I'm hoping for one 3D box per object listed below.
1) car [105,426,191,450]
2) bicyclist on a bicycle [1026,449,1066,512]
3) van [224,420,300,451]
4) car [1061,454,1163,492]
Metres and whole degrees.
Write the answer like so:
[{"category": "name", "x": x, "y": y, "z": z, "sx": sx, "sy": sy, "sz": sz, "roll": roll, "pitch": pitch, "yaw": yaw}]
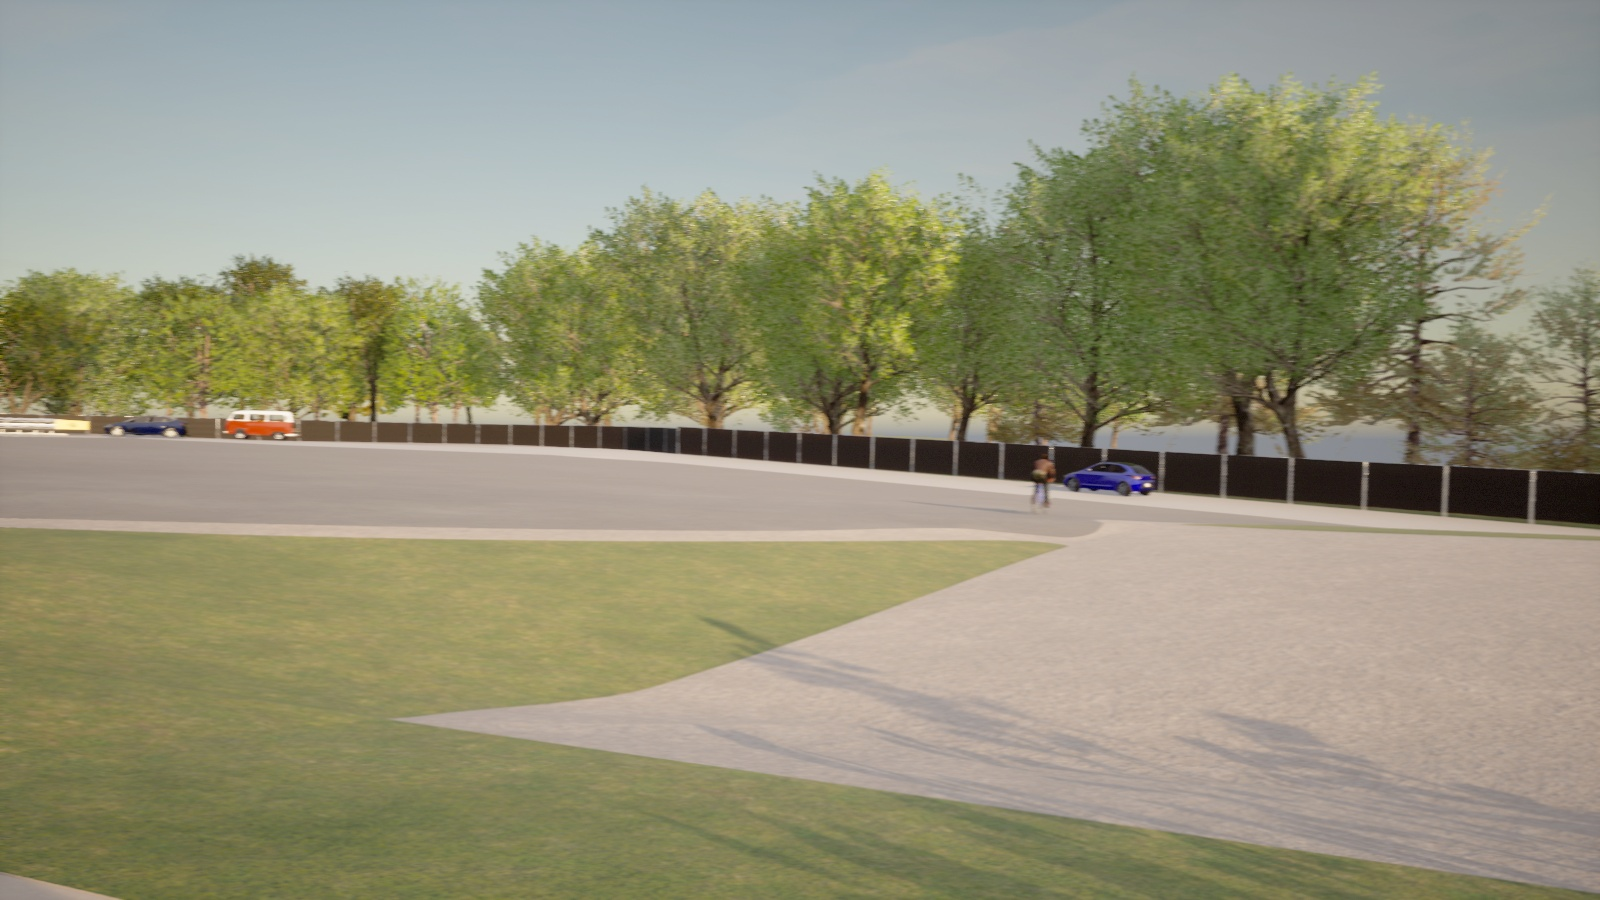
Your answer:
[{"category": "car", "x": -41.837, "y": -0.762, "z": 80.688, "sx": 4.792, "sy": 1.488, "sz": 2.163, "roll": 0, "pitch": 0, "yaw": -25}, {"category": "bicyclist on a bicycle", "x": 6.501, "y": 0.803, "z": 33.150, "sx": 0.582, "sy": 1.620, "sz": 1.656, "roll": 1, "pitch": -1, "yaw": 26}, {"category": "van", "x": -36.947, "y": -1.009, "z": 86.351, "sx": 4.480, "sy": 2.038, "sz": 2.069, "roll": 1, "pitch": 0, "yaw": -14}, {"category": "car", "x": 14.088, "y": 1.001, "z": 56.872, "sx": 1.816, "sy": 1.474, "sz": 4.193, "roll": -1, "pitch": 3, "yaw": -40}]
